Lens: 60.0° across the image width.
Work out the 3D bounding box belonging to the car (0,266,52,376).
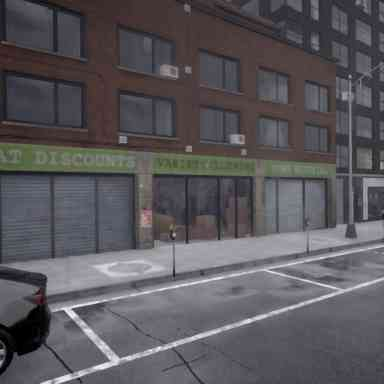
[{"bbox_3d":[-3.903,1.566,3.760,4.313,1.339,1.947,0,-1,-35],"label":"car"}]
